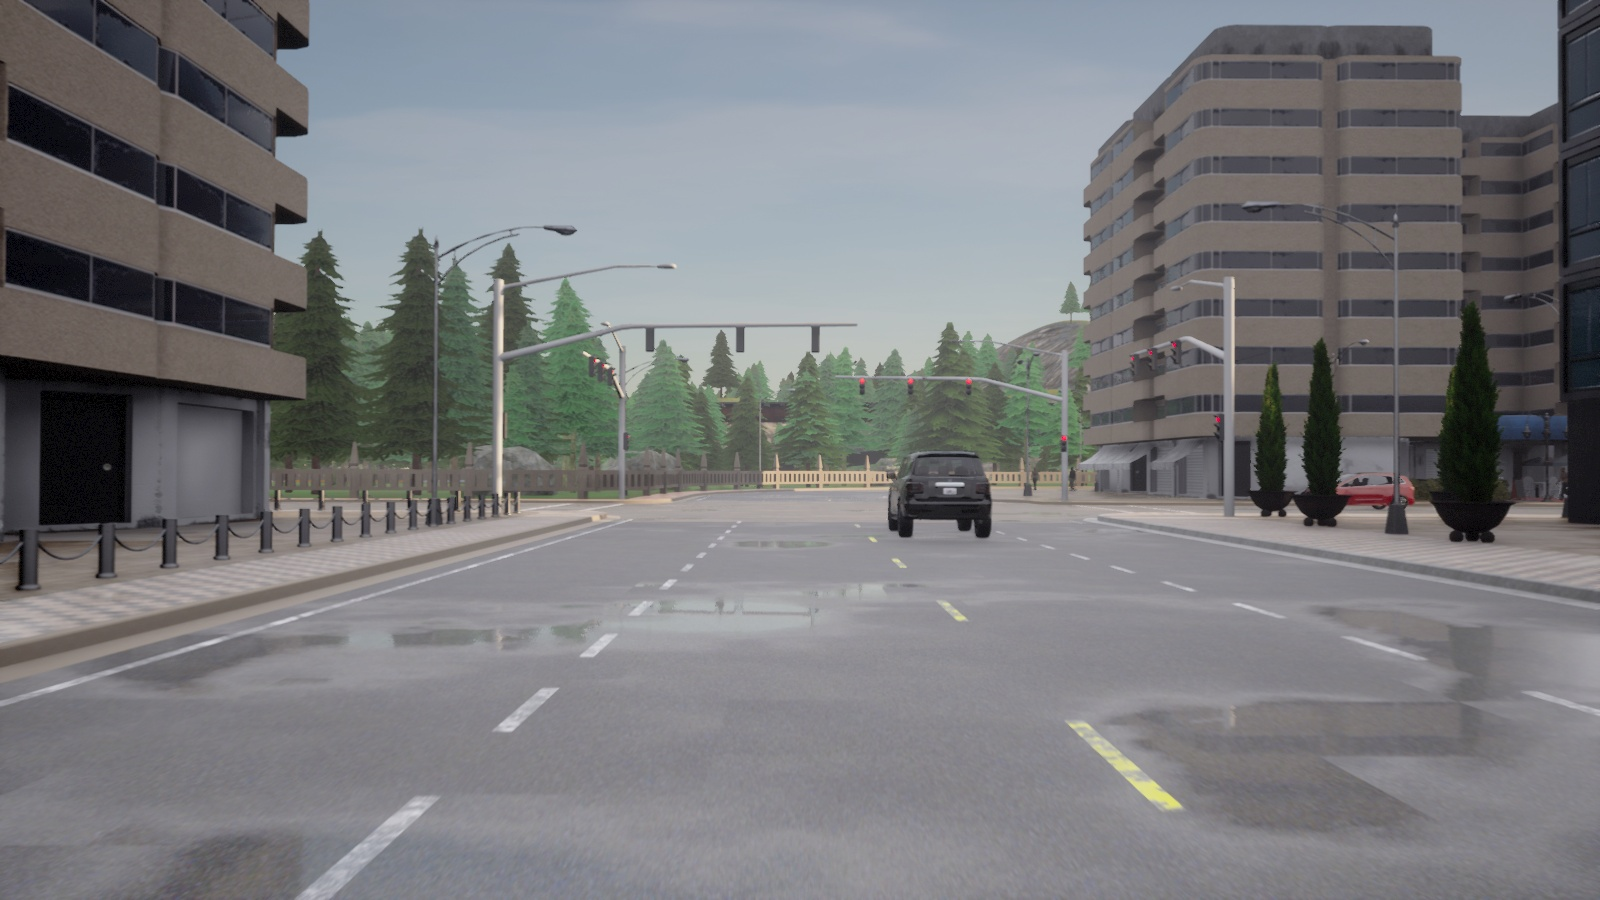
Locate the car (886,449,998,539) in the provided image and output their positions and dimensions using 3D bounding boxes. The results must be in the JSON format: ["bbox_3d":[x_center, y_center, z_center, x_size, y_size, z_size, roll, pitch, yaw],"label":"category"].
[{"bbox_3d":[3.422,1.044,31.323,2.150,2.045,5.566,0,-1,0],"label":"car"}]

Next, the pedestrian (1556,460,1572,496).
[{"bbox_3d":[39.466,1.435,64.860,0.634,1.846,0.331,0,-1,-3],"label":"pedestrian"}]

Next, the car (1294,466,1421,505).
[{"bbox_3d":[24.491,1.542,55.305,4.611,1.667,2.242,0,-1,0],"label":"car"}]
